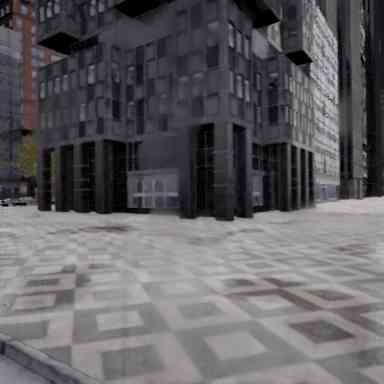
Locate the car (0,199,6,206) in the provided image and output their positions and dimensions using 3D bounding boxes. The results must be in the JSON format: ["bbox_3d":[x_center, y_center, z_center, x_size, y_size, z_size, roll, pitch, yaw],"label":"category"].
[{"bbox_3d":[-34.291,1.825,56.502,1.802,1.307,4.206,-1,0,35],"label":"car"}]

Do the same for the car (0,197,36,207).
[{"bbox_3d":[-27.276,1.677,51.660,1.947,1.339,4.313,-1,0,35],"label":"car"}]

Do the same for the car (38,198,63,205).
[{"bbox_3d":[-27.889,1.798,65.787,1.802,1.307,4.206,-1,0,35],"label":"car"}]

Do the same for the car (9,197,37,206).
[{"bbox_3d":[-31.092,1.668,61.145,1.967,1.590,4.097,-1,0,35],"label":"car"}]

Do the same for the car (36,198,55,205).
[{"bbox_3d":[-24.075,1.662,56.301,1.947,1.339,4.313,-1,0,35],"label":"car"}]
